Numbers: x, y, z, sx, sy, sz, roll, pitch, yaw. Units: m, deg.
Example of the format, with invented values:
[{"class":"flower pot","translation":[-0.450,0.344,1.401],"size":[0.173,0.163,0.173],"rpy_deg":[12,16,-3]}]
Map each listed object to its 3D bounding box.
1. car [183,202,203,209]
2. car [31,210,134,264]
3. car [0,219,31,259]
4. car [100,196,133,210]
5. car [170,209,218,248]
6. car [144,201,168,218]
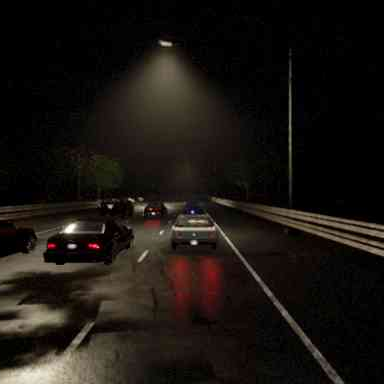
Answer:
[{"class":"car","translation":[0.075,1.711,32.960],"size":[1.812,1.442,4.674],"rpy_deg":[0,0,0]},{"class":"car","translation":[-3.414,1.611,11.972],"size":[2.033,1.411,5.357],"rpy_deg":[0,0,0]},{"class":"car","translation":[-6.918,1.534,10.763],"size":[1.882,1.535,5.008],"rpy_deg":[0,0,0]},{"class":"car","translation":[-6.925,1.393,30.909],"size":[2.150,2.045,5.566],"rpy_deg":[0,0,0]},{"class":"car","translation":[0.086,1.682,15.112],"size":[1.895,1.301,4.718],"rpy_deg":[0,0,0]},{"class":"car","translation":[-3.425,1.683,31.959],"size":[1.837,1.490,4.892],"rpy_deg":[0,0,0]}]
